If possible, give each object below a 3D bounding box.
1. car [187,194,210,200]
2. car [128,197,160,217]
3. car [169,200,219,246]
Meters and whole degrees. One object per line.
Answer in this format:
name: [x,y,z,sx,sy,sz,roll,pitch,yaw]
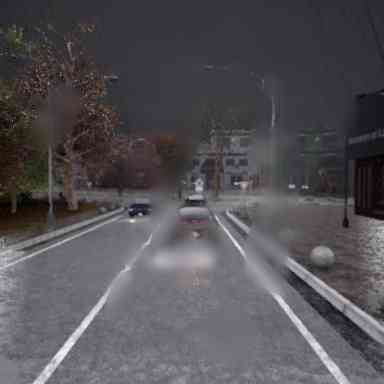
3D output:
car: [0.511,0.928,28.708,1.882,1.535,5.008,0,1,7]
car: [-3.523,1.079,25.440,2.033,1.411,5.357,0,1,0]
car: [0.089,1.277,13.974,1.837,1.490,4.892,0,0,0]
